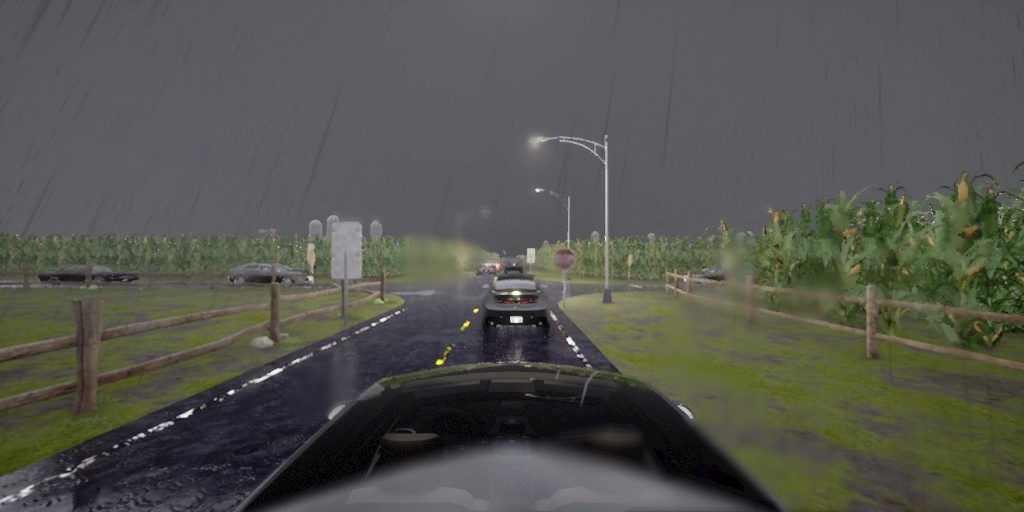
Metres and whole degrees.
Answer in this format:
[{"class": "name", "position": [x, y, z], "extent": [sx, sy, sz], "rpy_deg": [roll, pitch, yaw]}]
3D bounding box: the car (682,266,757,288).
[{"class": "car", "position": [14.880, 1.462, 25.755], "extent": [4.902, 1.511, 2.128], "rpy_deg": [0, -1, 1]}]

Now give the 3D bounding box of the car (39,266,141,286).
[{"class": "car", "position": [-27.270, 1.278, 23.292], "extent": [4.718, 1.301, 1.895], "rpy_deg": [0, -1, 1]}]

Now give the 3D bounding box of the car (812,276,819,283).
[{"class": "car", "position": [24.690, 1.585, 25.647], "extent": [5.357, 1.411, 2.033], "rpy_deg": [0, -1, 1]}]

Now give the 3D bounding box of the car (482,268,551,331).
[{"class": "car", "position": [0.111, 1.297, 11.179], "extent": [1.837, 1.490, 4.892], "rpy_deg": [0, 0, 0]}]

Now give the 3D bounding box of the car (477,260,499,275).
[{"class": "car", "position": [-2.792, 1.467, 40.754], "extent": [1.994, 1.385, 4.181], "rpy_deg": [0, 0, 0]}]

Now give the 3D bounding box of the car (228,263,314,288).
[{"class": "car", "position": [-15.508, 1.232, 23.196], "extent": [4.902, 1.511, 2.128], "rpy_deg": [0, -1, -1]}]

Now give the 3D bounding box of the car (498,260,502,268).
[{"class": "car", "position": [-2.764, 1.292, 50.845], "extent": [2.097, 1.767, 4.553], "rpy_deg": [0, 0, 0]}]

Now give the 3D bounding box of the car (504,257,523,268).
[{"class": "car", "position": [0.203, 1.137, 44.040], "extent": [2.150, 2.045, 5.566], "rpy_deg": [0, 0, 0]}]

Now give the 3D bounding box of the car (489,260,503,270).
[{"class": "car", "position": [-2.738, 1.465, 61.154], "extent": [2.128, 1.511, 4.902], "rpy_deg": [0, 0, 0]}]
